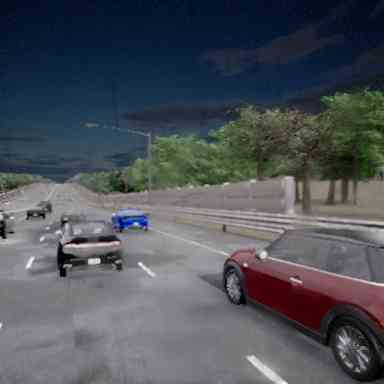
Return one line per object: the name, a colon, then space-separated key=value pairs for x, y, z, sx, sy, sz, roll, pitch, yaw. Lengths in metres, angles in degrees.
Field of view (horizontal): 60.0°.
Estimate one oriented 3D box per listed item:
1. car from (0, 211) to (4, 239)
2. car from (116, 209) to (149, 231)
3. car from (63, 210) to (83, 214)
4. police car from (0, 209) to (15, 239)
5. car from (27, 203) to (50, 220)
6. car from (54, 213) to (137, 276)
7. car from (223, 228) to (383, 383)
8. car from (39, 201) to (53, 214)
car: x=-9.677 y=1.804 z=14.269 sx=1.882 sy=1.535 sz=5.008 roll=0 pitch=-1 yaw=-21
car: x=-4.398 y=1.893 z=23.204 sx=1.882 sy=1.535 sz=5.008 roll=0 pitch=-1 yaw=-21
car: x=-10.104 y=2.183 z=28.243 sx=1.895 sy=1.301 sz=4.718 roll=0 pitch=-1 yaw=-21
police car: x=-11.887 y=1.876 z=19.971 sx=1.930 sy=1.638 sz=5.238 roll=0 pitch=-1 yaw=-21
car: x=-18.045 y=2.370 z=38.802 sx=1.882 sy=1.535 sz=5.008 roll=0 pitch=-1 yaw=-21
car: x=-3.506 y=1.694 z=11.211 sx=2.128 sy=1.511 sz=4.902 roll=0 pitch=-1 yaw=-21
car: x=2.308 y=1.410 z=5.894 sx=2.097 sy=1.767 sz=4.553 roll=0 pitch=-1 yaw=-21
car: x=-24.631 y=2.559 z=55.765 sx=2.150 sy=2.045 sz=5.566 roll=0 pitch=-1 yaw=-21
